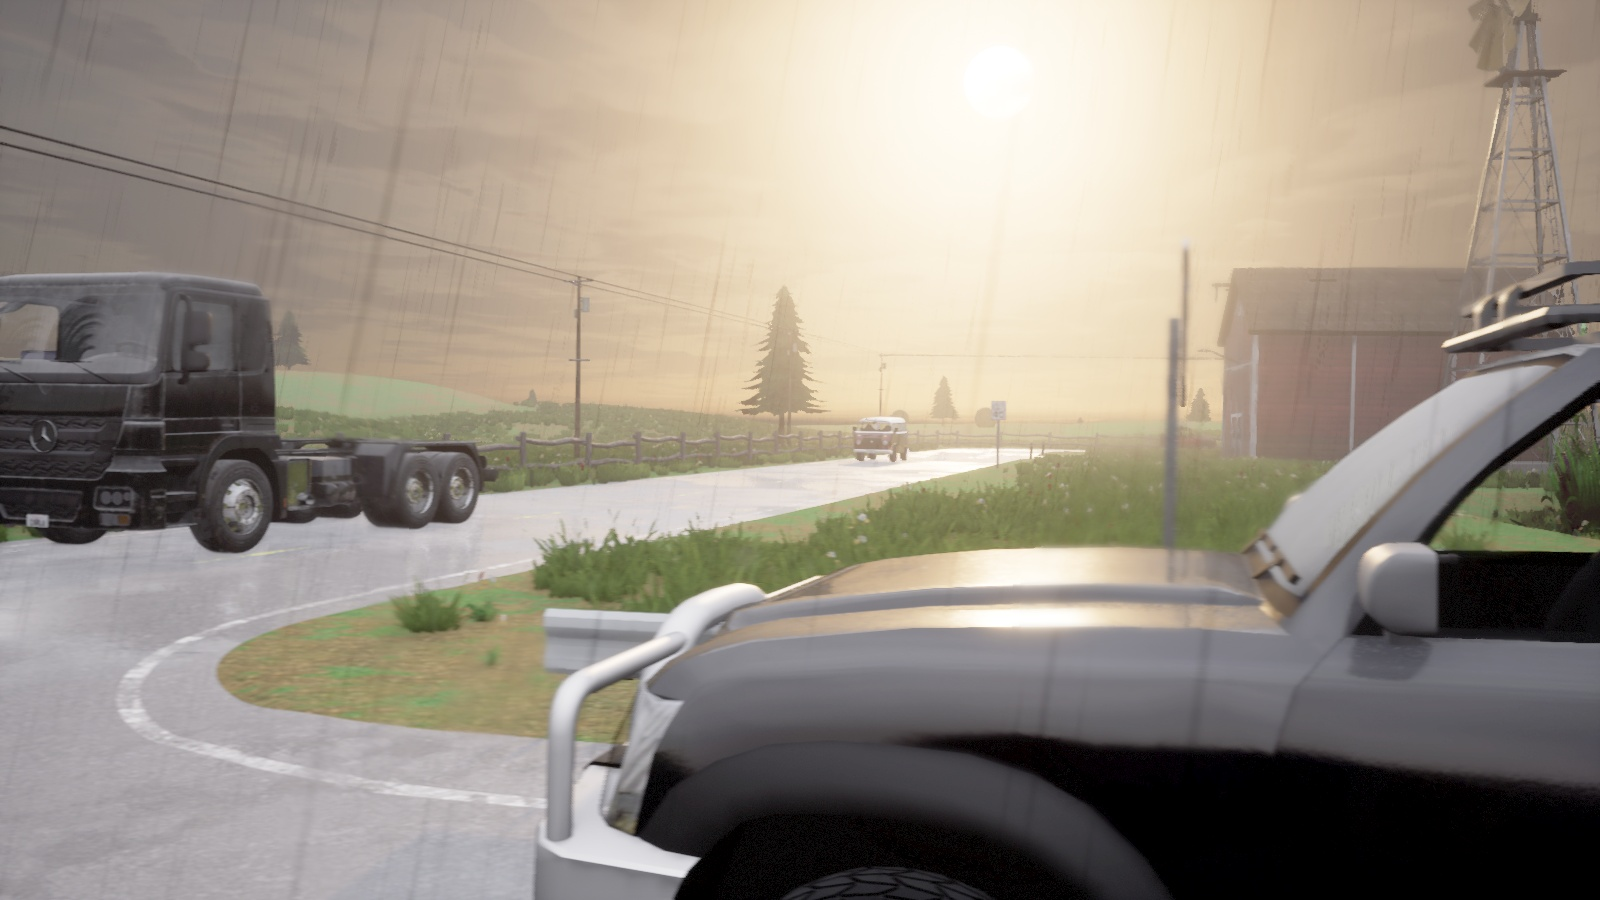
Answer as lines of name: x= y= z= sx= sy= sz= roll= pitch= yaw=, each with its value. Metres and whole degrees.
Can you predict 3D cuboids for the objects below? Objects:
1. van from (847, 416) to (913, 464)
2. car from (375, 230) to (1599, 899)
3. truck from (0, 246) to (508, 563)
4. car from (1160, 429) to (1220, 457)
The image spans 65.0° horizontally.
van: x=3.718 y=-0.482 z=57.406 sx=2.069 sy=2.038 sz=4.480 roll=2 pitch=1 yaw=16
car: x=1.688 y=0.606 z=2.611 sx=4.605 sy=1.855 sz=1.932 roll=0 pitch=1 yaw=17
truck: x=-7.495 y=-0.595 z=17.949 sx=2.891 sy=3.462 sz=7.936 roll=2 pitch=1 yaw=16
car: x=27.771 y=-0.488 z=89.589 sx=3.866 sy=1.878 sz=1.905 roll=2 pitch=1 yaw=11
